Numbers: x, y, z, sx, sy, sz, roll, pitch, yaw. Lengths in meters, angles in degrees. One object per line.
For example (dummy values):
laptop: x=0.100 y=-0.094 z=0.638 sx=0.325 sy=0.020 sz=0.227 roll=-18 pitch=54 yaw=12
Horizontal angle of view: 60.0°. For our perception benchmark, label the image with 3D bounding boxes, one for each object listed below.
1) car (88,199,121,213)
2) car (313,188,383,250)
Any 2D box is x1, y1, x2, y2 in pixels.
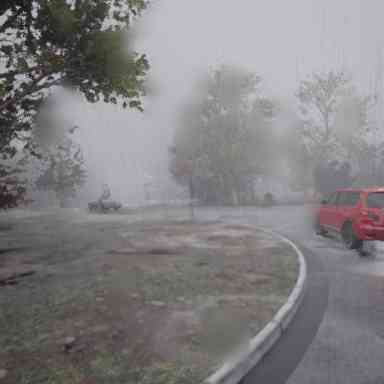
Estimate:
car: x=-8.971 y=1.319 z=33.773 sx=1.895 sy=1.301 sz=4.718 roll=-2 pitch=1 yaw=-36
car: x=6.371 y=0.860 z=12.603 sx=2.150 sy=2.045 sz=5.566 roll=-1 pitch=1 yaw=3
